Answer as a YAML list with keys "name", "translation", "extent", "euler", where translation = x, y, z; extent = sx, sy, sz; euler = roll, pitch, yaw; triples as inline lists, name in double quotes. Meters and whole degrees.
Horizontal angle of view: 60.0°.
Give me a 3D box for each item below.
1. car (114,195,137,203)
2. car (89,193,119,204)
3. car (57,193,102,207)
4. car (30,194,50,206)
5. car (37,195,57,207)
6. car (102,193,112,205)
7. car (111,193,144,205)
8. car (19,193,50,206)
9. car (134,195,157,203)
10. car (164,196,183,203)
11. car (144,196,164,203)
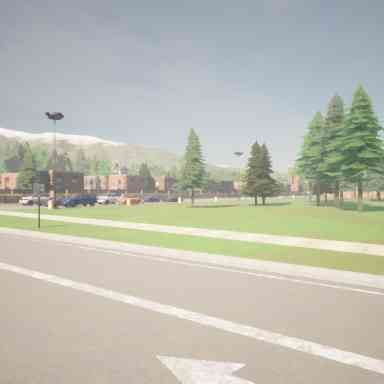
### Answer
- name: "car"
  translation: [-14.397, 1.477, 72.688]
  extent: [1.882, 1.535, 5.008]
  euler: [0, 0, 35]
- name: "car"
  translation: [-16.694, 1.222, 63.379]
  extent: [2.150, 2.045, 5.566]
  euler: [0, 0, 36]
- name: "car"
  translation: [-17.052, 1.221, 50.721]
  extent: [2.150, 2.045, 5.566]
  euler: [0, 0, 35]
- name: "car"
  translation: [-23.011, 1.547, 54.409]
  extent: [2.033, 1.411, 5.357]
  euler: [0, 0, 35]
- name: "car"
  translation: [-20.592, 1.547, 51.766]
  extent: [2.033, 1.411, 5.357]
  euler: [0, 0, 35]
- name: "car"
  translation: [-14.664, 1.222, 60.216]
  extent: [2.150, 2.045, 5.566]
  euler: [0, 0, 35]
- name: "car"
  translation: [-11.359, 1.352, 58.848]
  extent: [2.097, 1.767, 4.553]
  euler: [0, 0, 35]
- name: "car"
  translation: [-26.047, 1.221, 56.153]
  extent: [2.150, 2.045, 5.566]
  euler: [0, 0, 36]
- name: "car"
  translation: [-10.154, 1.523, 72.651]
  extent: [2.128, 1.511, 4.902]
  euler: [0, 0, 35]
- name: "car"
  translation: [-3.969, 1.547, 69.281]
  extent: [2.033, 1.411, 5.357]
  euler: [0, 0, 35]
- name: "car"
  translation: [-8.618, 1.525, 68.742]
  extent: [1.812, 1.442, 4.674]
  euler: [0, 0, 35]
